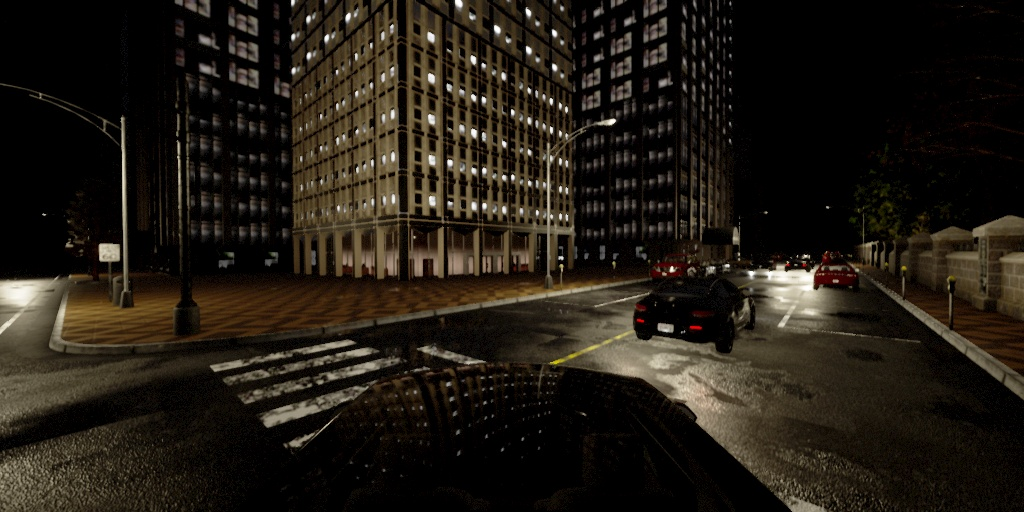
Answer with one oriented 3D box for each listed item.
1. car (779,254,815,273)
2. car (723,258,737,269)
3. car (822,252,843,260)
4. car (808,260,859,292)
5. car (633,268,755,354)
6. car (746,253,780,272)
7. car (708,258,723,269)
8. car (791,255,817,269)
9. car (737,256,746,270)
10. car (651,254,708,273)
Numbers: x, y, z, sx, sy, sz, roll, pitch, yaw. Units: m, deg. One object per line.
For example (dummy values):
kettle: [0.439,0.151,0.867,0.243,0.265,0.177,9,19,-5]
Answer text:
car: [27.387,0.826,34.306,2.033,1.411,5.357,0,1,42]
car: [18.457,0.891,32.366,2.007,1.370,4.403,0,0,42]
car: [42.701,0.365,47.795,2.192,1.841,5.009,0,0,42]
car: [17.008,1.048,18.869,1.888,1.381,4.507,0,0,42]
car: [4.491,1.195,8.634,1.812,1.442,4.674,0,1,42]
car: [25.809,0.761,36.775,1.837,1.490,4.892,0,1,42]
car: [14.786,0.954,28.234,2.007,1.370,4.403,0,0,42]
car: [34.449,0.644,42.300,2.128,1.511,4.902,0,1,42]
car: [25.685,0.736,40.504,1.751,1.417,4.829,0,0,42]
car: [11.116,0.781,24.101,2.192,1.841,5.009,0,0,42]
